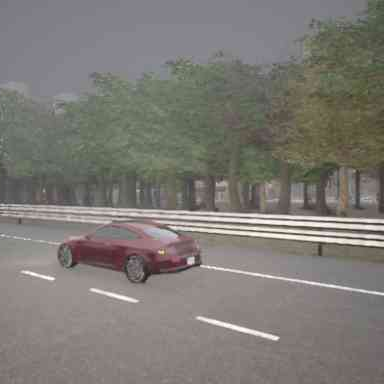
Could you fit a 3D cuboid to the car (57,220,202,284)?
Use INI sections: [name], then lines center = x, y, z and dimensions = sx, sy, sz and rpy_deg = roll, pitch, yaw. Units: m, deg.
[car]
center = -1.900, 1.529, 9.536
dimensions = 4.674, 1.442, 1.812
rpy_deg = 0, 0, 36
